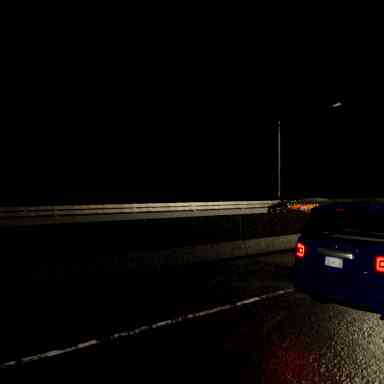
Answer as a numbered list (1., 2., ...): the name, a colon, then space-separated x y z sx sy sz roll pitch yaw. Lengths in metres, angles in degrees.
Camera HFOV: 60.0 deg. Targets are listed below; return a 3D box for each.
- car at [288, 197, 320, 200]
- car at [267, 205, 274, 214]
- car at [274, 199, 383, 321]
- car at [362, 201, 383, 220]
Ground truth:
1. car: 10.030 1.343 28.342 4.553 1.767 2.097 0 0 -35
2. car: 9.320 1.496 32.134 4.892 1.490 1.837 0 0 -35
3. car: 4.452 1.219 6.917 5.566 2.045 2.150 0 0 -36
4. car: 17.398 1.536 29.297 5.357 1.411 2.033 0 0 -35
